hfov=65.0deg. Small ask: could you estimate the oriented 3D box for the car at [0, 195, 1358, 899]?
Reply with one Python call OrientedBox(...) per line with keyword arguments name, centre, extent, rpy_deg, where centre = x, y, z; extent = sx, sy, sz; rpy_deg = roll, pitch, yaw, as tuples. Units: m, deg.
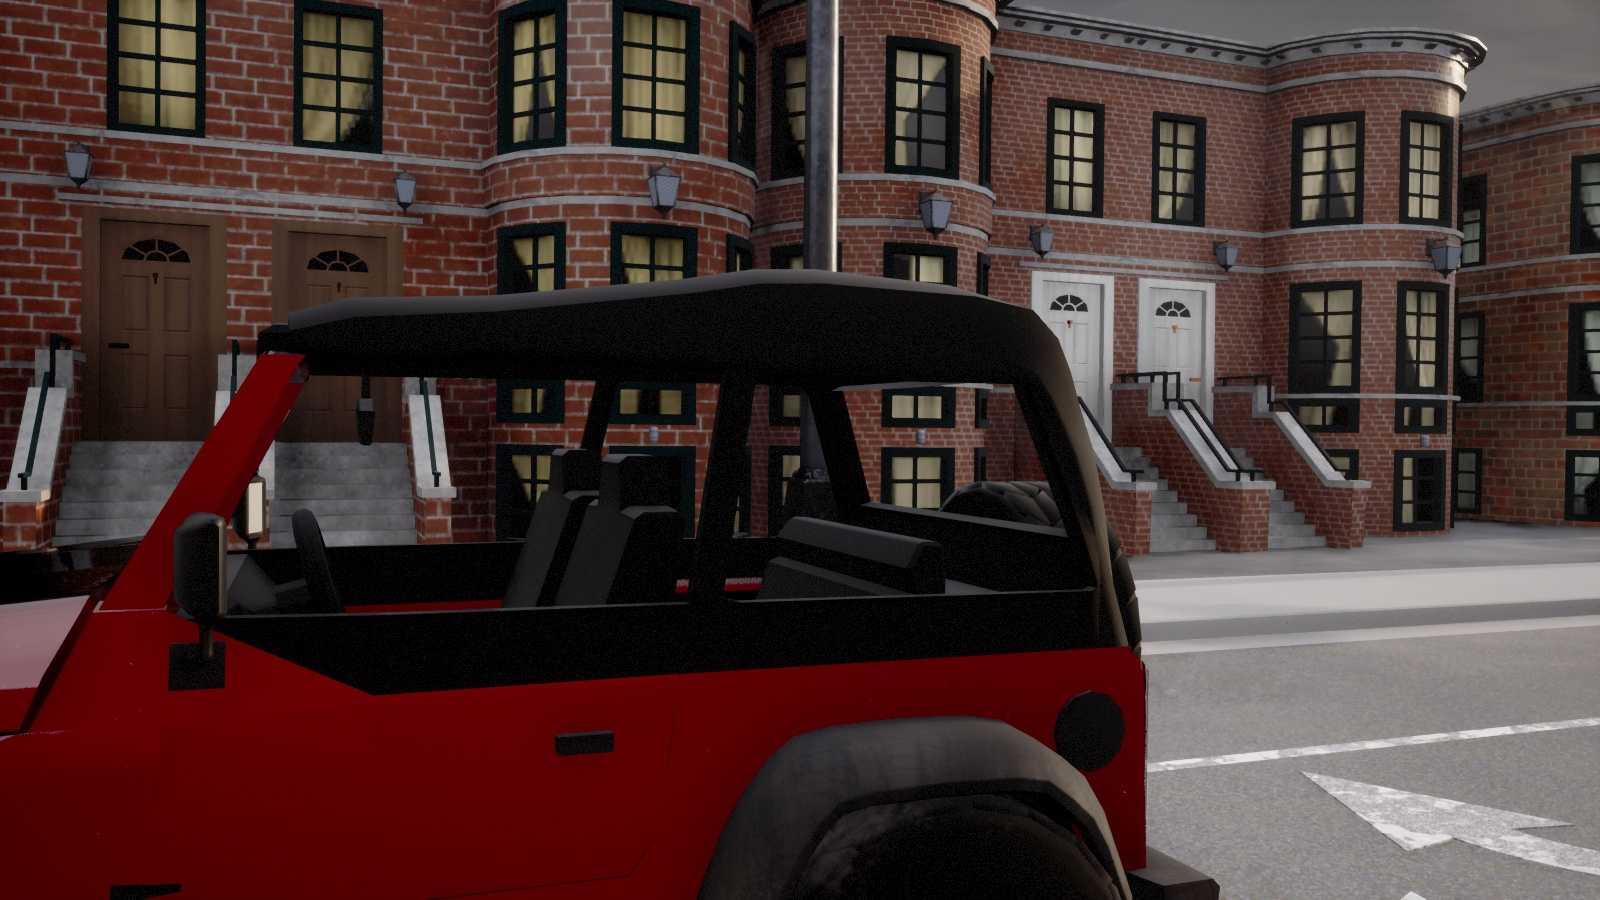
OrientedBox(name="car", centre=(-0.955, 0.557, 2.881), extent=(3.866, 1.878, 1.905), rpy_deg=(-1, 1, -21))
